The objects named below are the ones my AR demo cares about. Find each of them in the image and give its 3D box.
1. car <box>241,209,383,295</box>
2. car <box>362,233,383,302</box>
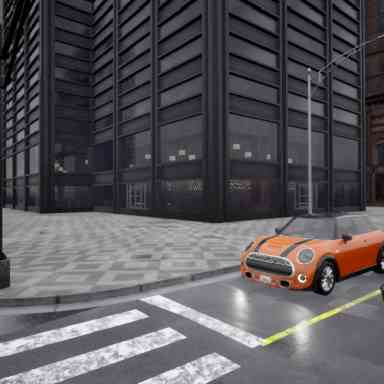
[{"bbox_3d":[3.399,1.379,8.922,4.553,1.767,2.097,0,0,-39],"label":"car"},{"bbox_3d":[5.867,1.546,6.926,5.357,1.411,2.033,0,0,-39],"label":"car"}]
